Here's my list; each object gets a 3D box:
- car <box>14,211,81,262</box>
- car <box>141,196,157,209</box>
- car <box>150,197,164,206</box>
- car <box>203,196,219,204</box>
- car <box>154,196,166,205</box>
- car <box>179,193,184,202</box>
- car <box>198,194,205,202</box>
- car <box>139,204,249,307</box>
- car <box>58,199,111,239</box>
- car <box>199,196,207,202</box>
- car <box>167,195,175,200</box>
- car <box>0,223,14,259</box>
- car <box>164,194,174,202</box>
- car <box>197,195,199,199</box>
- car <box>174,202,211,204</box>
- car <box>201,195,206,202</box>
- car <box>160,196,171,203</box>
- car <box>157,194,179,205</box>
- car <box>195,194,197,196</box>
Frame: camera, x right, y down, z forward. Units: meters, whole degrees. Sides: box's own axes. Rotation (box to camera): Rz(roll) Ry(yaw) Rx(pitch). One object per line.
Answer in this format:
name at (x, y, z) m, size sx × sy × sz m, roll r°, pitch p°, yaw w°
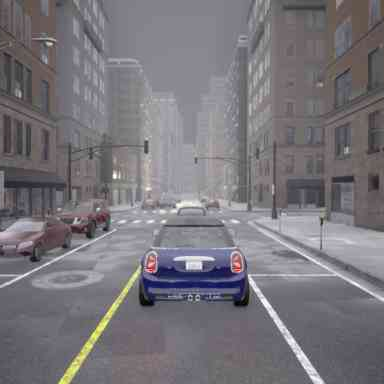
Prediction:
car at (-5.695, 1.581, 11.987) m, size 1.802 × 1.307 × 4.206 m, roll -1°, pitch 0°, yaw 0°
car at (-5.752, 1.601, 44.570) m, size 1.802 × 1.307 × 4.206 m, roll -1°, pitch 0°, yaw 0°
car at (-5.772, 1.578, 55.700) m, size 1.887 × 1.381 × 4.507 m, roll -1°, pitch 0°, yaw 0°
car at (2.773, 1.601, 44.612) m, size 1.802 × 1.307 × 4.206 m, roll -1°, pitch 0°, yaw 0°
car at (-5.782, 1.566, 61.094) m, size 1.752 × 1.417 × 4.829 m, roll -1°, pitch 0°, yaw 0°
car at (-3.148, 1.541, 65.836) m, size 2.128 × 1.511 × 4.902 m, roll 0°, pitch 0°, yaw 0°
car at (2.734, 1.595, 66.865) m, size 1.887 × 1.381 × 4.507 m, roll -1°, pitch 0°, yaw 0°
car at (0.049, 1.351, 8.153) m, size 2.097 × 1.767 × 4.553 m, roll 0°, pitch 0°, yaw 0°
car at (-5.708, 1.315, 17.570) m, size 2.192 × 1.841 × 5.009 m, roll -1°, pitch 0°, yaw 0°
car at (2.705, 1.635, 83.556) m, size 2.008 × 1.369 × 4.403 m, roll -1°, pitch 0°, yaw 0°
car at (-5.841, 1.547, 94.655) m, size 1.967 × 1.590 × 4.097 m, roll -1°, pitch 0°, yaw 0°
car at (-5.686, 1.550, 6.404) m, size 2.008 × 1.369 × 4.403 m, roll -1°, pitch 0°, yaw 0°
car at (-5.824, 1.400, 83.525) m, size 2.192 × 1.841 × 5.009 m, roll -1°, pitch 0°, yaw 0°
car at (2.723, 1.501, 72.429) m, size 1.967 × 1.590 × 4.097 m, roll -1°, pitch 0°, yaw 0°
car at (-0.014, 1.505, 17.331) m, size 1.837 × 1.490 × 4.892 m, roll 0°, pitch 0°, yaw 0°
car at (2.762, 1.551, 50.346) m, size 1.752 × 1.417 × 4.829 m, roll -1°, pitch 0°, yaw 0°
car at (-5.801, 1.612, 72.394) m, size 2.008 × 1.369 × 4.403 m, roll -1°, pitch 0°, yaw 0°
car at (-3.173, 1.372, 44.814) m, size 2.097 × 1.767 × 4.553 m, roll 0°, pitch 0°, yaw 0°
car at (2.692, 1.411, 89.120) m, size 2.192 × 1.841 × 5.009 m, roll -1°, pitch 0°, yaw 0°
